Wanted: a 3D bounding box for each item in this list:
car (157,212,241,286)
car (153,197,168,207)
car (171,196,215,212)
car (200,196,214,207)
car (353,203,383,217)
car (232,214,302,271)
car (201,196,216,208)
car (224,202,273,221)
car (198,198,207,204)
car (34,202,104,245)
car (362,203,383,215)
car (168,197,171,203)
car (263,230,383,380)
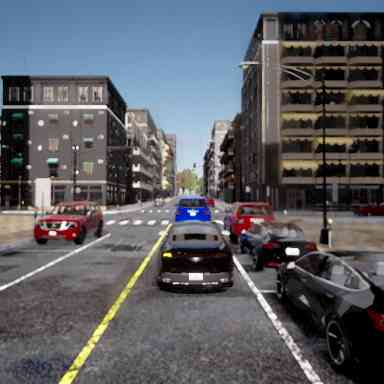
[{"bbox_3d":[0.074,1.566,9.581,1.837,1.490,4.892,0,0,0],"label":"car"},{"bbox_3d":[-5.978,1.920,60.049,2.008,1.369,4.403,1,0,0],"label":"car"},{"bbox_3d":[0.041,1.351,21.384,2.150,2.045,5.566,0,-1,0],"label":"car"},{"bbox_3d":[2.650,1.685,60.142,2.192,1.841,5.009,1,0,0],"label":"car"},{"bbox_3d":[17.192,1.756,30.771,4.206,1.307,1.802,0,-2,0],"label":"car"},{"bbox_3d":[2.673,1.633,10.930,1.947,1.339,4.313,1,0,0],"label":"car"},{"bbox_3d":[2.676,1.649,54.441,2.192,1.841,5.009,1,0,0],"label":"car"},{"bbox_3d":[2.734,1.415,16.368,2.192,1.841,5.009,1,0,0],"label":"car"},{"bbox_3d":[2.473,2.041,77.224,1.947,1.339,4.313,1,0,0],"label":"car"},{"bbox_3d":[-5.792,1.415,16.336,2.192,1.841,5.009,1,0,0],"label":"car"},{"bbox_3d":[22.681,1.966,39.178,4.313,1.339,1.947,0,-2,0],"label":"car"},{"bbox_3d":[-5.923,2.035,82.663,1.752,1.417,4.829,1,0,0],"label":"car"},{"bbox_3d":[2.689,1.600,5.492,1.947,1.339,4.313,1,0,0],"label":"car"}]
